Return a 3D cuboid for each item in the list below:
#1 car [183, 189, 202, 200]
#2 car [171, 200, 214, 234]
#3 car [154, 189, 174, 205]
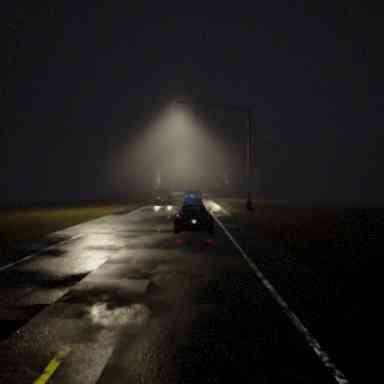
[{"bbox_3d":[0.094,0.653,40.882,2.150,2.045,5.566,0,1,0],"label":"car"},{"bbox_3d":[0.099,1.318,17.594,1.994,1.385,4.181,0,1,0],"label":"car"},{"bbox_3d":[-3.581,0.617,43.314,2.150,2.045,5.566,0,1,0],"label":"car"}]
